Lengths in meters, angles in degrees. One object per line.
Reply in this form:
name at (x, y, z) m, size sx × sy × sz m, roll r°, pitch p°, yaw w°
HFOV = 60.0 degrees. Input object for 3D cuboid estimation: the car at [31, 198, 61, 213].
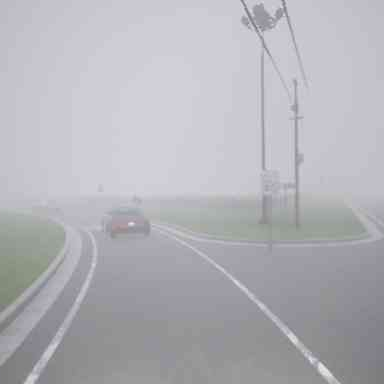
car at (-15.310, 1.360, 34.850) m, size 1.812 × 1.442 × 4.674 m, roll -1°, pitch 1°, yaw -43°

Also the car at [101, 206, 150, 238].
car at (-3.503, 1.426, 17.156) m, size 1.994 × 1.385 × 4.181 m, roll -1°, pitch 1°, yaw -21°

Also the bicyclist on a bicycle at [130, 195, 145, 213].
bicyclist on a bicycle at (-4.796, 1.057, 28.524) m, size 1.656 × 1.620 × 0.582 m, roll -2°, pitch 1°, yaw -34°
